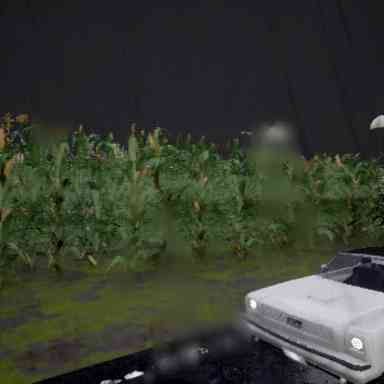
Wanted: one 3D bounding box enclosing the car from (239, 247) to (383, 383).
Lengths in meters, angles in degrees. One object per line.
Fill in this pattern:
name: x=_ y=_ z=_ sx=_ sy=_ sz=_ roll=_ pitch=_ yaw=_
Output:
car: x=2.997 y=1.630 z=5.206 sx=4.718 sy=1.301 sz=1.895 roll=0 pitch=0 yaw=-35
